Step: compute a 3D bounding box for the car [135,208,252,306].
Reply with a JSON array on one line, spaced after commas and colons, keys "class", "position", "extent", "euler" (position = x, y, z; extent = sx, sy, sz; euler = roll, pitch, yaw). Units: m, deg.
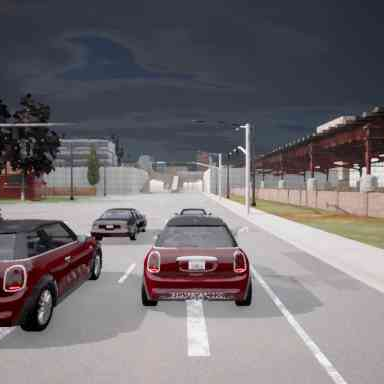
[{"class": "car", "position": [0.085, 1.338, 8.157], "extent": [2.097, 1.767, 4.553], "euler": [0, 0, 0]}]

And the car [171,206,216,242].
[{"class": "car", "position": [0.070, 1.509, 16.718], "extent": [1.994, 1.385, 4.181], "euler": [0, 0, 0]}]

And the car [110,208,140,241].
[{"class": "car", "position": [-3.431, 1.490, 16.418], "extent": [2.033, 1.411, 5.357], "euler": [0, 0, 0]}]

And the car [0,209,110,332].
[{"class": "car", "position": [-3.410, 1.342, 6.995], "extent": [2.097, 1.767, 4.553], "euler": [0, 0, 0]}]
